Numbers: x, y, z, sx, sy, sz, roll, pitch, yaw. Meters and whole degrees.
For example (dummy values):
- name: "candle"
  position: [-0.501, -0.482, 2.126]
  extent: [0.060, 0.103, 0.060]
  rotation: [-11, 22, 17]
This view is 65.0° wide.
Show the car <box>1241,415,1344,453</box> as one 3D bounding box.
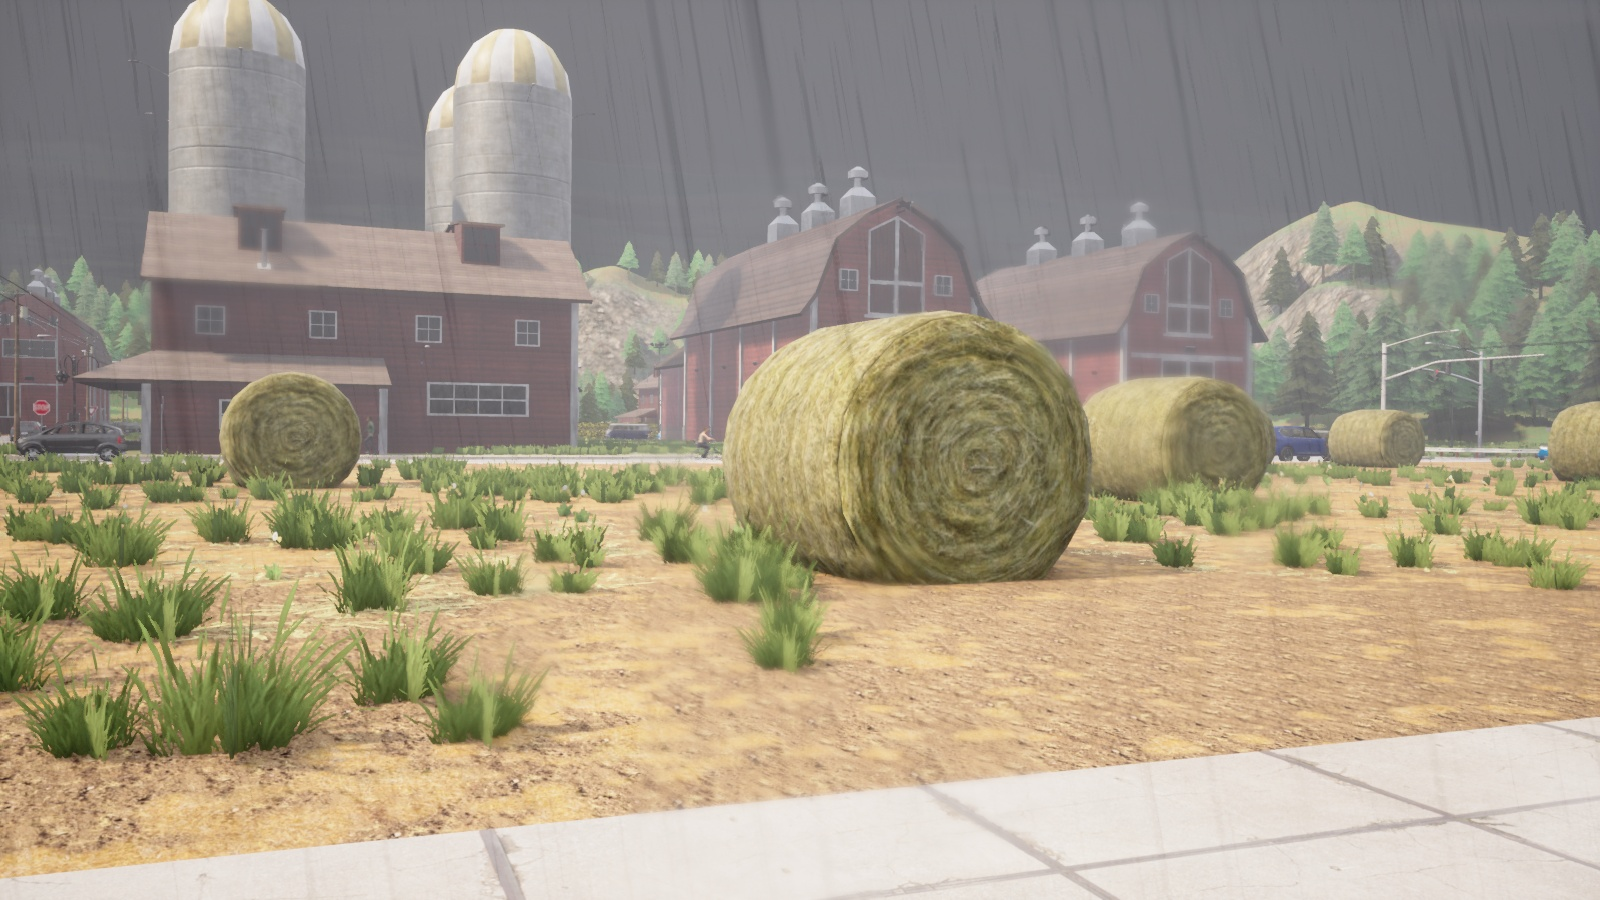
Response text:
- name: "car"
  position: [27.680, -0.921, 70.506]
  extent: [5.566, 2.045, 2.150]
  rotation: [-1, 1, -25]

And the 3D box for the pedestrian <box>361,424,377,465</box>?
- name: "pedestrian"
  position: [-19.585, -0.249, 57.087]
  extent: [0.614, 1.847, 0.353]
  rotation: [-1, 1, -27]

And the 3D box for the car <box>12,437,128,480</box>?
- name: "car"
  position: [-28.204, 0.298, 48.636]
  extent: [3.705, 1.549, 1.789]
  rotation: [-1, 1, -24]

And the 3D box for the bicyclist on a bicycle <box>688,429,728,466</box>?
- name: "bicyclist on a bicycle"
  position: [-4.097, -0.122, 55.884]
  extent: [1.509, 1.612, 0.866]
  rotation: [-1, 1, -24]
